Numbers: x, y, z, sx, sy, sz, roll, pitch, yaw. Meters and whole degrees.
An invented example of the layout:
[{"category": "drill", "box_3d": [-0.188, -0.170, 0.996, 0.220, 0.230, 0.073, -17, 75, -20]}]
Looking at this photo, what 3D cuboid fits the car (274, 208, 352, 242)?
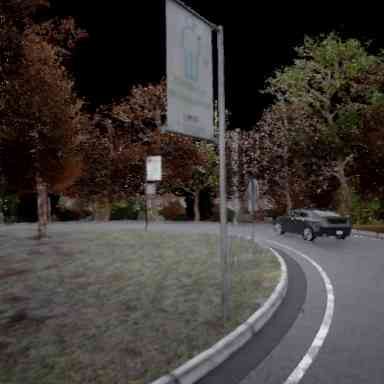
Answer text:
[{"category": "car", "box_3d": [5.936, 1.577, 16.967, 1.837, 1.490, 4.892, 1, -1, -13]}]
